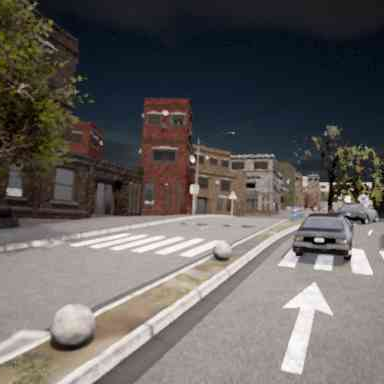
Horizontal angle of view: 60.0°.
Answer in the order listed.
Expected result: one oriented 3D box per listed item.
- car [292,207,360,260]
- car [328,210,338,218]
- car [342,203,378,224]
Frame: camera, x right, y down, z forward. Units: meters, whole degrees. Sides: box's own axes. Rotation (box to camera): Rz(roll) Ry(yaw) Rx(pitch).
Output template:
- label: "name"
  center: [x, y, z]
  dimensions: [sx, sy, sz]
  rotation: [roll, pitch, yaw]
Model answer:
- label: "car"
  center: [5.062, 1.505, 12.506]
  dimensions: [2.033, 1.411, 5.357]
  rotation: [0, 1, 27]
- label: "car"
  center: [32.228, 5.098, 76.077]
  dimensions: [1.812, 1.442, 4.674]
  rotation: [1, 1, 20]
- label: "car"
  center: [11.316, 1.432, 22.892]
  dimensions: [1.994, 1.385, 4.181]
  rotation: [-2, -2, 41]
